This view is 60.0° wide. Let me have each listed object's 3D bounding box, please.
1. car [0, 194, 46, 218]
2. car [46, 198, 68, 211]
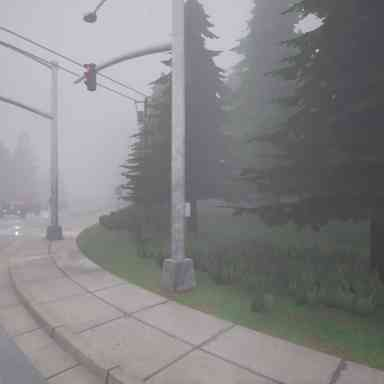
[{"bbox_3d":[-15.617,1.221,30.247,2.150,2.045,5.566,0,0,-5],"label":"car"},{"bbox_3d":[-16.568,1.491,40.583,2.128,1.511,4.902,0,0,-5],"label":"car"}]
